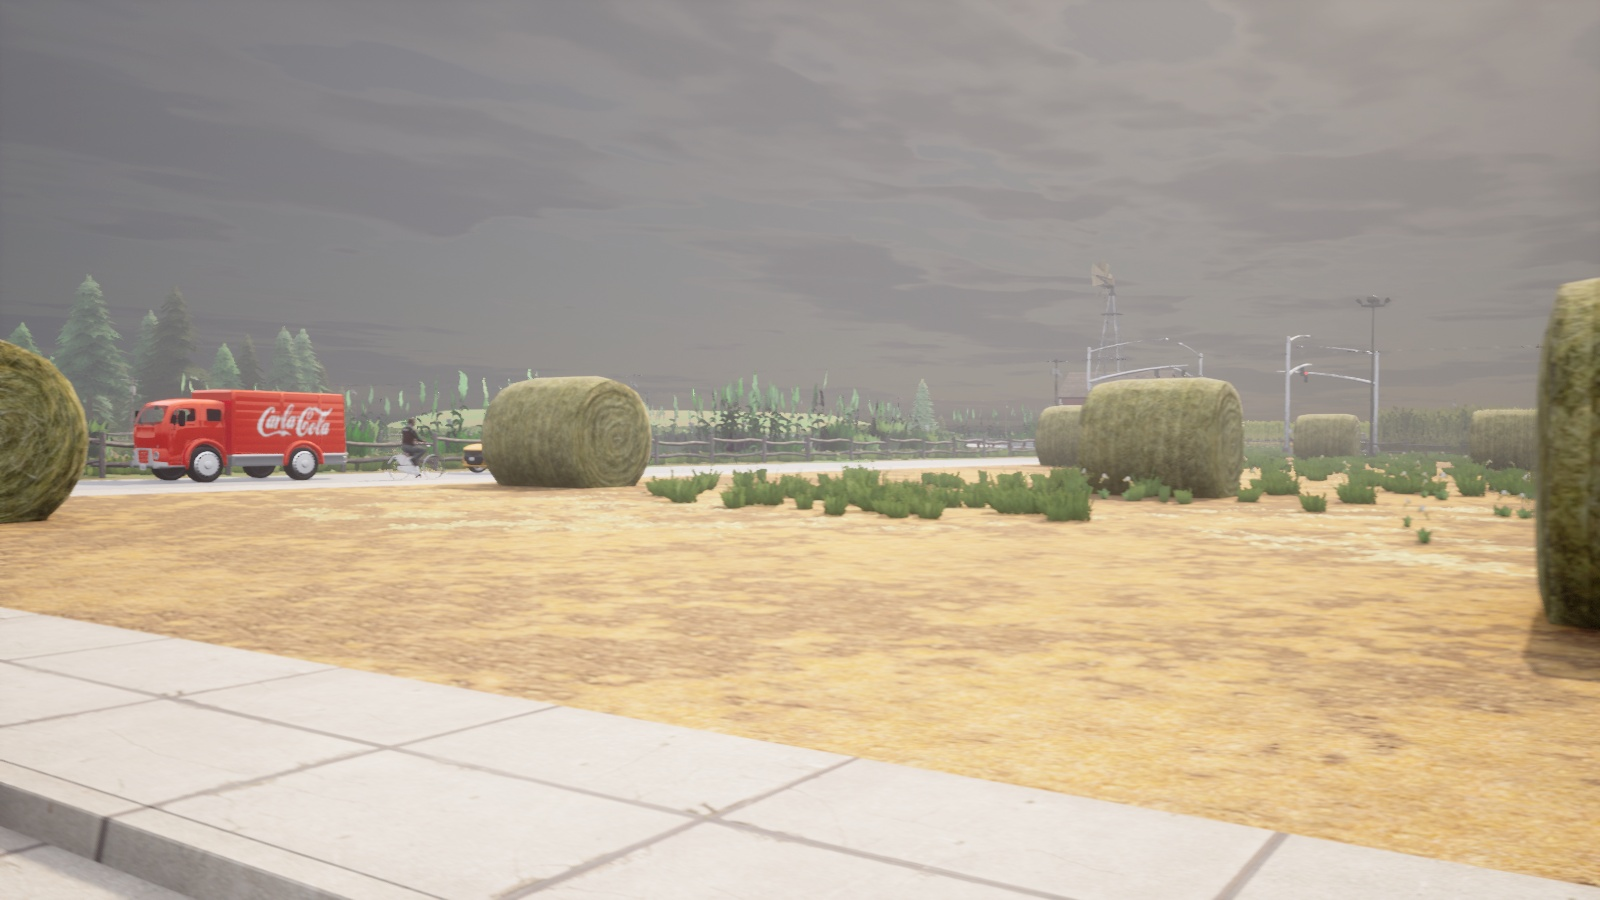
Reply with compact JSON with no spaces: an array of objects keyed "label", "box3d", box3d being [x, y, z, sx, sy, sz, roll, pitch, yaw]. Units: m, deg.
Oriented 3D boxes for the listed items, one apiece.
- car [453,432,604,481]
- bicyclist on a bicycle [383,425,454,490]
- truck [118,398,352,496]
[{"label":"car","box3d":[-9.184,0.172,42.869,1.882,1.535,5.008,0,1,36]},{"label":"bicyclist on a bicycle","box3d":[-10.619,0.185,35.021,0.659,1.776,1.843,0,1,36]},{"label":"truck","box3d":[-15.381,-0.121,34.457,2.627,2.467,5.204,0,1,36]}]
